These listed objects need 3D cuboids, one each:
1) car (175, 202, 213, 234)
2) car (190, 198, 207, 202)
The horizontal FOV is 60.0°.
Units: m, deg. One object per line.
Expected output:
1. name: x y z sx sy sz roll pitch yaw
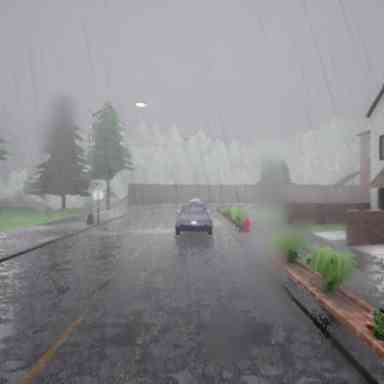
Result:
1. car: 0.099 1.499 18.761 1.994 1.385 4.181 0 0 0
2. car: 0.736 1.393 38.773 1.812 1.442 4.674 -1 0 13
